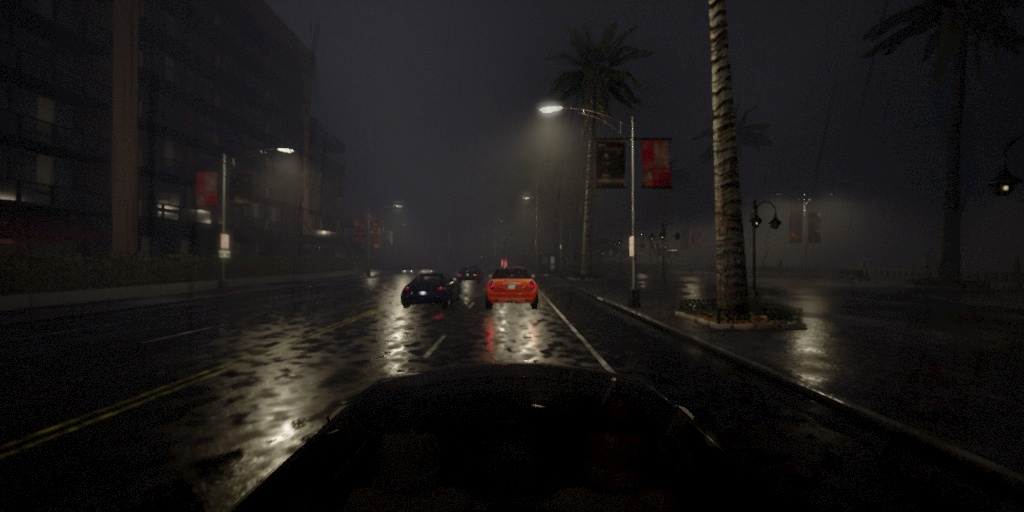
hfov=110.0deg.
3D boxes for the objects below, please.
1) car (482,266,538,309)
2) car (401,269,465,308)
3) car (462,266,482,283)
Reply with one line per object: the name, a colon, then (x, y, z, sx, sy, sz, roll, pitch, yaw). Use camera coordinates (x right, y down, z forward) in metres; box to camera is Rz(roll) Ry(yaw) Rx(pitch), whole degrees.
car: (-0.006, 1.231, 15.923, 2.097, 1.767, 4.553, 0, -1, 0)
car: (-3.503, 1.447, 16.111, 1.994, 1.385, 4.181, 0, 0, 0)
car: (-3.520, 1.566, 30.822, 2.033, 1.411, 5.357, 0, 0, 0)
